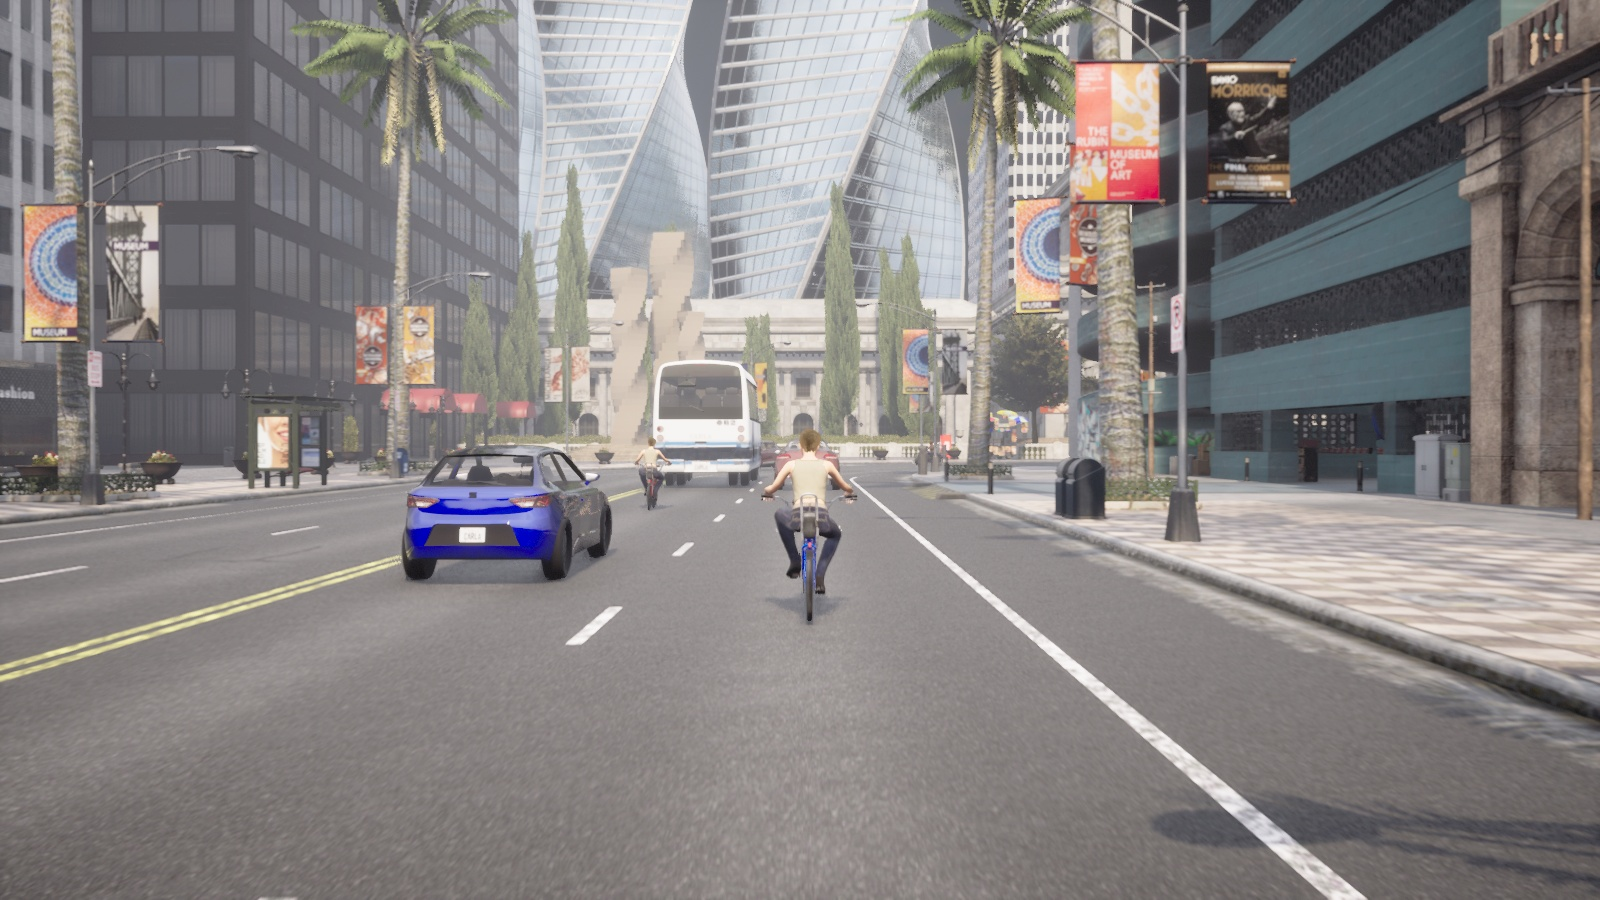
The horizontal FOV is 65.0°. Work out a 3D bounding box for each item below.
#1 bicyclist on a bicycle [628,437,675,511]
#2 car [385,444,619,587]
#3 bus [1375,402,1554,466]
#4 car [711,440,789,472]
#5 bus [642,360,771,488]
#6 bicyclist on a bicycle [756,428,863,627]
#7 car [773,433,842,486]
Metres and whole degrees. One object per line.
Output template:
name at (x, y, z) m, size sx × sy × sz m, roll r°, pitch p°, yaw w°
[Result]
bicyclist on a bicycle at (-3.325, 0.520, 28.245) m, size 0.866 × 1.612 × 1.509 m, roll 0°, pitch 0°, yaw 0°
car at (-3.402, 0.671, 15.167) m, size 1.816 × 1.474 × 4.193 m, roll 0°, pitch 0°, yaw 0°
bus at (45.681, -1.085, 86.624) m, size 10.273 × 4.253 × 3.944 m, roll 0°, pitch 0°, yaw 0°
car at (-2.604, 0.295, 66.867) m, size 2.033 × 1.649 × 4.856 m, roll 0°, pitch 0°, yaw 27°
bus at (-3.216, -0.898, 46.790) m, size 3.944 × 4.253 × 10.273 m, roll 0°, pitch 0°, yaw 1°
bicyclist on a bicycle at (0.080, 0.621, 10.907) m, size 0.866 × 1.612 × 1.509 m, roll 0°, pitch 0°, yaw 0°
car at (0.242, 0.289, 41.527) m, size 2.152 × 1.651 × 5.027 m, roll 0°, pitch 0°, yaw 0°
